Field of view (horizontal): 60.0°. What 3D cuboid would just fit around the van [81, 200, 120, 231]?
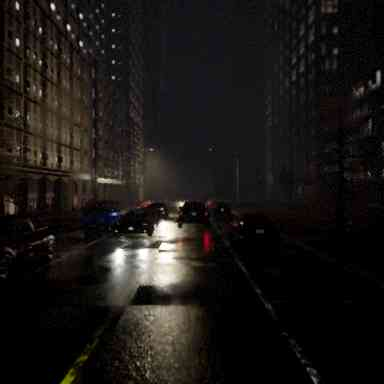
[{"bbox_3d":[-5.644,1.405,21.007,1.690,1.788,3.998,-1,0,0],"label":"van"}]

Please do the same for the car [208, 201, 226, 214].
[{"bbox_3d":[2.786,1.694,37.905,1.802,1.307,4.206,-1,0,0],"label":"car"}]

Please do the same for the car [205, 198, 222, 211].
[{"bbox_3d":[2.800,1.567,43.548,1.967,1.590,4.097,-1,0,0],"label":"car"}]

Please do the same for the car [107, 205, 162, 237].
[{"bbox_3d":[-3.005,1.621,18.385,1.994,1.385,4.181,0,0,1],"label":"car"}]

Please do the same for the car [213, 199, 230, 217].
[{"bbox_3d":[2.771,1.662,32.263,1.947,1.339,4.313,-1,0,0],"label":"car"}]

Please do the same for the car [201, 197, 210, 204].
[{"bbox_3d":[2.878,1.749,71.761,1.887,1.381,4.507,-1,0,0],"label":"car"}]

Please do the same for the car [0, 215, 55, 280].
[{"bbox_3d":[-5.673,1.470,9.724,1.967,1.590,4.097,-1,0,0],"label":"car"}]

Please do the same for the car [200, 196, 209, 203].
[{"bbox_3d":[2.894,1.745,77.574,1.752,1.417,4.829,-1,0,0],"label":"car"}]

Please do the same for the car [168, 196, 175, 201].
[{"bbox_3d":[-5.456,1.799,88.702,2.008,1.369,4.403,-1,0,0],"label":"car"}]

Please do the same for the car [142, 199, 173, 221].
[{"bbox_3d":[-2.923,1.610,28.176,1.812,1.442,4.674,0,0,0],"label":"car"}]

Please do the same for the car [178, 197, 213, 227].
[{"bbox_3d":[0.134,1.422,23.195,2.097,1.767,4.553,0,0,0],"label":"car"}]

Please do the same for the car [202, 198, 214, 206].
[{"bbox_3d":[2.848,1.740,60.476,1.947,1.339,4.313,-1,0,0],"label":"car"}]

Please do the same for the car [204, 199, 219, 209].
[{"bbox_3d":[2.817,1.709,49.190,1.947,1.339,4.313,-1,0,0],"label":"car"}]

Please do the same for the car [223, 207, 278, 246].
[{"bbox_3d":[2.725,1.613,15.335,1.947,1.339,4.313,-1,0,0],"label":"car"}]

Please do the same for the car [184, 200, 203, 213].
[{"bbox_3d":[0.181,1.663,39.314,2.033,1.411,5.357,0,0,1],"label":"car"}]
